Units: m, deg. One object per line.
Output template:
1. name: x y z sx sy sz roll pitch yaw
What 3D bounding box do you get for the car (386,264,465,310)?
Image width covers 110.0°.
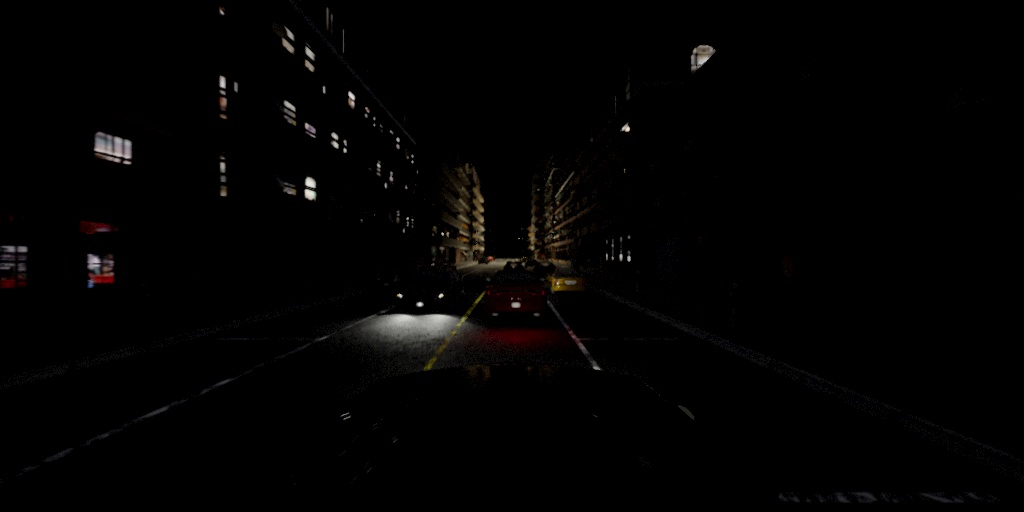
1. car: -3.080 1.225 14.636 2.033 1.411 5.357 0 0 0

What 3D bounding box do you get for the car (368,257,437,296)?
1. car: -5.671 0.968 18.703 2.192 1.841 5.009 0 0 0

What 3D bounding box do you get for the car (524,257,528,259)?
1. car: 2.758 1.021 52.503 2.007 1.370 4.403 0 0 0

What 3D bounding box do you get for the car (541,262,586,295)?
1. car: 2.710 1.184 18.857 1.751 1.417 4.829 0 0 0

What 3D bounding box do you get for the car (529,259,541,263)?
1. car: 2.725 1.141 29.959 1.888 1.381 4.507 0 0 0

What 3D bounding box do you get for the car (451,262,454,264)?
1. car: -5.655 1.136 29.976 1.888 1.381 4.507 0 0 0

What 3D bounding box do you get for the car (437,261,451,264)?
1. car: -5.663 1.062 24.338 1.967 1.591 4.097 0 0 0

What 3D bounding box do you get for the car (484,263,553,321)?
1. car: 0.112 1.170 12.277 1.882 1.535 5.008 0 0 0

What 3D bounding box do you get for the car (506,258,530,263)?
1. car: 0.137 1.141 30.104 2.033 1.411 5.357 0 0 0
